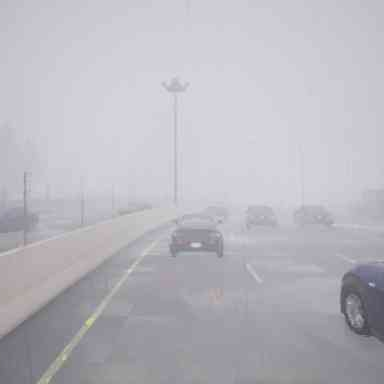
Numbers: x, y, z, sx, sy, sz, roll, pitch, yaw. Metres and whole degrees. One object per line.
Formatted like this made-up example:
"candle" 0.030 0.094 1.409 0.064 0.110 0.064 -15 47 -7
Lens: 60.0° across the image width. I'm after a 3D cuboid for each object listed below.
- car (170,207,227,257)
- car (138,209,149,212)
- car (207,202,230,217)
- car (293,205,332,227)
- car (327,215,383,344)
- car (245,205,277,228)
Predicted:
"car" 0.226 1.540 12.980 1.812 1.442 4.674 0 0 2
"car" -5.009 1.583 29.851 2.033 1.411 5.357 0 0 11
"car" 2.247 1.558 29.064 1.812 1.442 4.674 0 0 11
"car" 8.143 1.571 22.690 2.033 1.411 5.357 0 0 9
"car" 3.588 1.355 3.843 2.097 1.767 4.553 0 0 0
"car" 4.561 1.572 22.292 2.033 1.411 5.357 0 0 8
